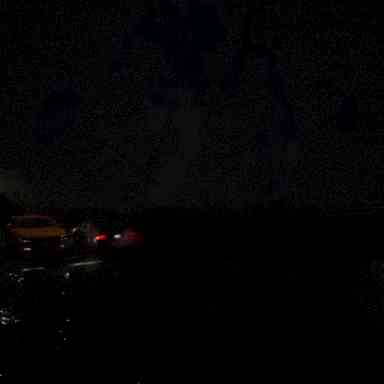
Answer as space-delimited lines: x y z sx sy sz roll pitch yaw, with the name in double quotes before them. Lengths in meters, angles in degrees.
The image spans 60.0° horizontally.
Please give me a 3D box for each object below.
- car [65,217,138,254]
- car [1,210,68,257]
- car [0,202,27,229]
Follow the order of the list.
"car" -4.091 1.821 14.958 2.033 1.411 5.357 1 -2 -30
"car" -6.826 1.743 14.432 1.882 1.535 5.008 1 -2 -35
"car" -12.973 1.727 23.118 2.150 2.045 5.566 1 -2 -36
